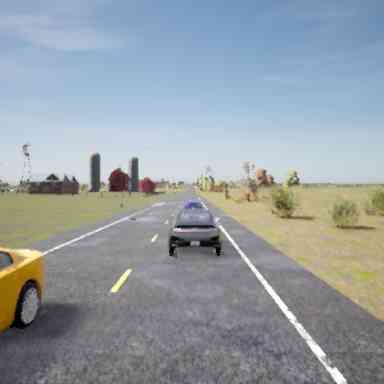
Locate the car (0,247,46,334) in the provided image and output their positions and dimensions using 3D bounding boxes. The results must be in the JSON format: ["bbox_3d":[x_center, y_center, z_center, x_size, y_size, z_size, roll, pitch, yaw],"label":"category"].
[{"bbox_3d":[-3.598,1.452,4.036,1.882,1.535,5.008,0,0,0],"label":"car"}]

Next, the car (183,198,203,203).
[{"bbox_3d":[0.105,1.307,34.053,1.812,1.442,4.674,0,1,0],"label":"car"}]

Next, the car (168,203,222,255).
[{"bbox_3d":[0.103,1.409,12.961,2.128,1.511,4.902,0,0,0],"label":"car"}]
